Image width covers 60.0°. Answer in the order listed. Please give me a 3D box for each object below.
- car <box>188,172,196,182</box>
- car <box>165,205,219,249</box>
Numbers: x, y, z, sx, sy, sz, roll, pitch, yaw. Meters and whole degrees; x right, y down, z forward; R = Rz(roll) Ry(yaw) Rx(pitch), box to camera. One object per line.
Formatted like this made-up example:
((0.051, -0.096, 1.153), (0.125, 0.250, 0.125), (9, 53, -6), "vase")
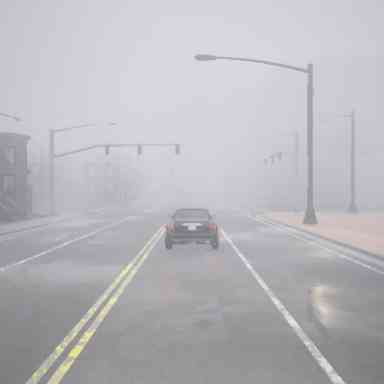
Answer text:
((0.000, -3.860, 94.160), (2.097, 1.767, 4.553), (0, 12, 0), "car")
((0.000, 1.364, 14.620), (2.097, 1.767, 4.553), (0, 0, 0), "car")
